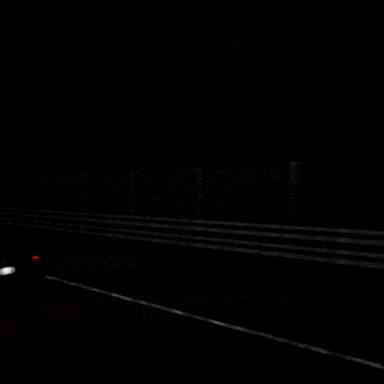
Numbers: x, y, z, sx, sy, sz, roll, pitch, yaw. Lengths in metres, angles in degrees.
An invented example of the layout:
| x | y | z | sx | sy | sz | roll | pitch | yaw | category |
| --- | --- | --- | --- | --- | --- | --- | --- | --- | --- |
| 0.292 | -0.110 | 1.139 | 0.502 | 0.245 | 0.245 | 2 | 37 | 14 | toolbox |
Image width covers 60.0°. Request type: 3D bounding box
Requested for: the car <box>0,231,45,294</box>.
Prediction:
| x | y | z | sx | sy | sz | roll | pitch | yaw | category |
| --- | --- | --- | --- | --- | --- | --- | --- | --- | --- |
| -5.353 | 1.556 | 7.875 | 4.181 | 1.385 | 1.994 | 0 | 0 | 36 | car |
